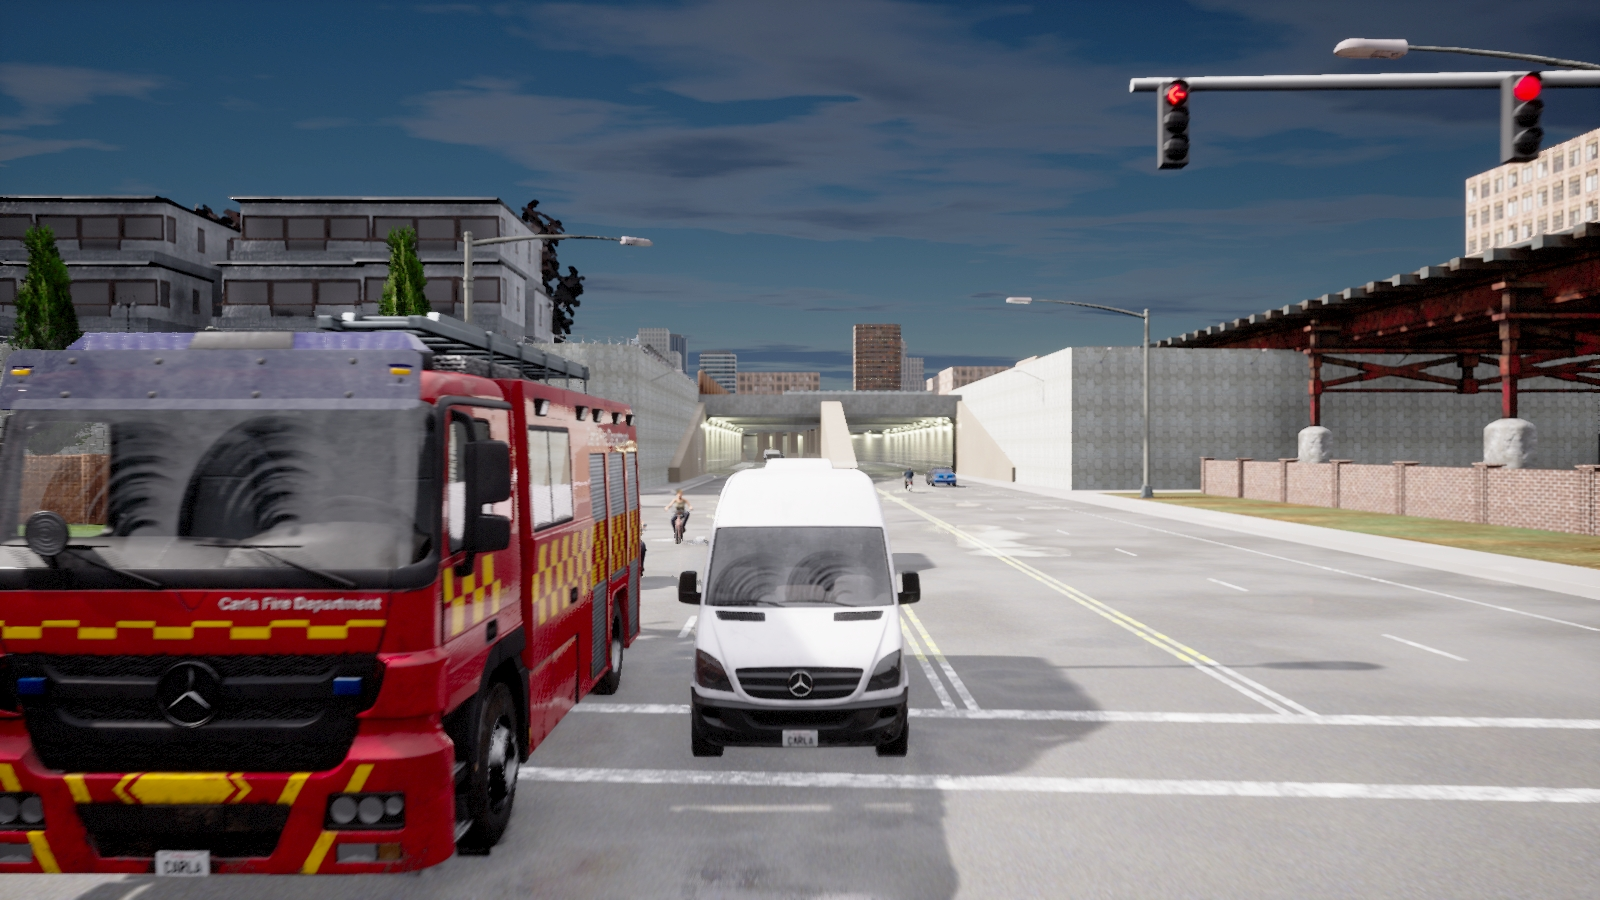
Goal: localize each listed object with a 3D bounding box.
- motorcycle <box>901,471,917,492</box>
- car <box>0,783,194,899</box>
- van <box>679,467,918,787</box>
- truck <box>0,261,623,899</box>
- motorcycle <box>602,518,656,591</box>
[{"bbox_3d":[6.999,2.007,73.113,0.856,1.341,1.805,0,0,0],"label":"motorcycle"},{"bbox_3d":[-3.928,2.097,2.153,2.033,1.411,5.357,0,0,10],"label":"car"},{"bbox_3d":[-0.012,1.512,12.446,1.988,2.561,5.915,0,0,0],"label":"van"},{"bbox_3d":[-3.737,0.873,10.452,2.891,3.827,8.468,0,0,0],"label":"truck"},{"bbox_3d":[-3.514,2.133,23.699,0.764,1.277,2.356,0,0,0],"label":"motorcycle"}]
